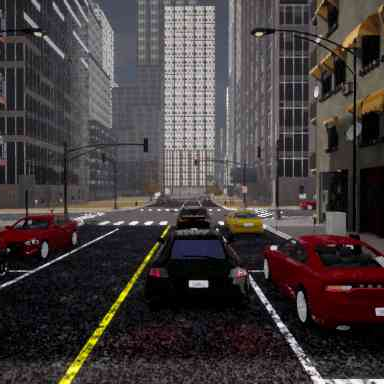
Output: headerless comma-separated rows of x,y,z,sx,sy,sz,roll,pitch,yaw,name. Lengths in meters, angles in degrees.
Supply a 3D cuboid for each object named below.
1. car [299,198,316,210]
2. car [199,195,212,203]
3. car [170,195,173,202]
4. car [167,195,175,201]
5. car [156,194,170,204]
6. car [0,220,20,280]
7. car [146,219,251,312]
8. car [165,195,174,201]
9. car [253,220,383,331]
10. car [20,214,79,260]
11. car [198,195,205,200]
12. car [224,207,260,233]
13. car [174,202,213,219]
14.274,1.256,37.060,4.507,1.381,1.887,-1,1,0,car
2.718,1.438,61.468,1.967,1.590,4.097,-1,0,0,car
-5.659,1.313,67.034,2.192,1.841,5.009,-1,0,0,car
-5.643,1.544,89.272,1.887,1.381,4.507,-1,0,0,car
-5.660,1.542,61.474,1.887,1.381,4.507,-1,0,0,car
-5.696,1.439,6.914,1.967,1.590,4.097,-1,0,0,car
0.108,1.563,7.778,1.994,1.385,4.181,0,0,0,car
-5.648,1.524,83.543,1.752,1.417,4.829,-1,0,0,car
2.686,1.544,6.895,1.887,1.381,4.507,-1,0,0,car
-5.691,1.543,12.438,1.887,1.381,4.507,-1,0,0,car
2.741,1.582,94.826,1.802,1.307,4.206,-1,0,0,car
2.693,1.523,18.112,1.752,1.417,4.829,-1,0,0,car
0.088,1.503,17.763,1.837,1.490,4.892,0,0,-1,car
